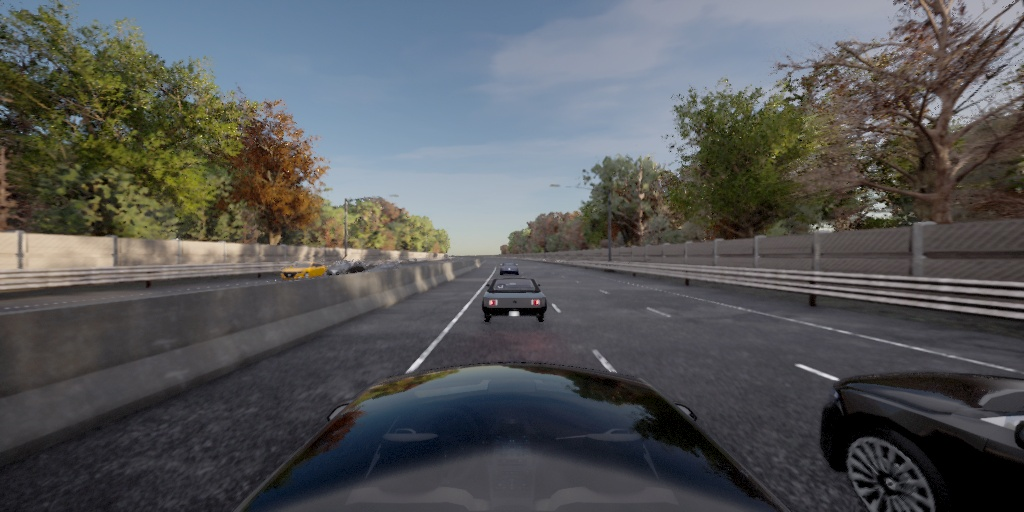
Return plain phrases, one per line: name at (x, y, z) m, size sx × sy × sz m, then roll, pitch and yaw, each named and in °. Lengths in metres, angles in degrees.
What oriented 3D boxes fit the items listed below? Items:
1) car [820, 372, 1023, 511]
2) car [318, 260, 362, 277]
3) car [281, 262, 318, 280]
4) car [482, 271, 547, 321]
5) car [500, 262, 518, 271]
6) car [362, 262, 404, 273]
car at (3.591, 1.241, 1.101) m, size 2.128 × 1.511 × 4.902 m, roll 0°, pitch 0°, yaw 0°
car at (-14.256, 1.090, 31.055) m, size 2.128 × 1.511 × 4.902 m, roll 0°, pitch 0°, yaw -1°
car at (-17.755, 1.257, 30.993) m, size 1.882 × 1.535 × 5.008 m, roll 0°, pitch 0°, yaw -1°
car at (0.056, 1.355, 12.420) m, size 1.895 × 1.301 × 4.718 m, roll 0°, pitch 0°, yaw 0°
car at (-0.318, 1.328, 39.188) m, size 1.994 × 1.385 × 4.181 m, roll 0°, pitch 0°, yaw -1°
car at (-10.756, 1.274, 31.112) m, size 2.128 × 1.511 × 4.902 m, roll 0°, pitch 0°, yaw -1°
